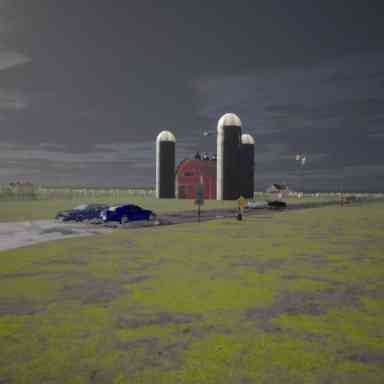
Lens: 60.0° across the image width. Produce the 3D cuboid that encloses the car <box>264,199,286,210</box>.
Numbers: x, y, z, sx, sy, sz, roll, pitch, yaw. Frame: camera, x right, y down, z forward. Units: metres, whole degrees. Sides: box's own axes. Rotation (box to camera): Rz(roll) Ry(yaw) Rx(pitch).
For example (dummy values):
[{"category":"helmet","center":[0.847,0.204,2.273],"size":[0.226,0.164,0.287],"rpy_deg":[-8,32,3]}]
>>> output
[{"category":"car","center":[12.228,1.738,48.565],"size":[2.128,1.511,4.902],"rpy_deg":[1,0,36]}]

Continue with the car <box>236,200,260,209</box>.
[{"category":"car","center":[8.294,1.801,49.262],"size":[1.895,1.301,4.718],"rpy_deg":[1,0,36]}]

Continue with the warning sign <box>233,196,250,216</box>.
[{"category":"warning sign","center":[4.808,1.300,32.133],"size":[1.300,1.860,1.060],"rpy_deg":[1,1,36]}]

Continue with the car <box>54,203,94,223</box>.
[{"category":"car","center":[-8.054,1.602,26.441],"size":[2.033,1.411,5.357],"rpy_deg":[1,0,36]}]

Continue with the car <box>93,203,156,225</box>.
[{"category":"car","center":[-4.697,1.619,24.807],"size":[1.812,1.442,4.674],"rpy_deg":[1,0,35]}]
